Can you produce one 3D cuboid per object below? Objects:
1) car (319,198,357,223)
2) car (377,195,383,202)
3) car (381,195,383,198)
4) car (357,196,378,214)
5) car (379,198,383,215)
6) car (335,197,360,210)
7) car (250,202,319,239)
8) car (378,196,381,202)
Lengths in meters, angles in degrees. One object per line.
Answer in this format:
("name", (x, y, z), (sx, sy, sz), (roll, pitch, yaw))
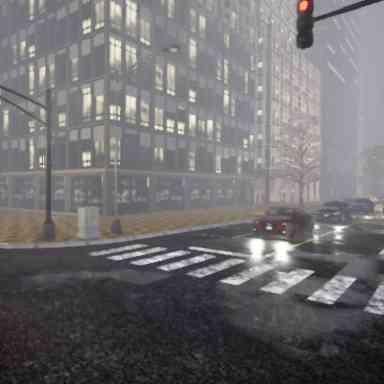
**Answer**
("car", (10.683, 1.387, 24.929), (1.837, 1.490, 4.892), (1, 1, 36))
("car", (39.209, 1.322, 67.839), (2.008, 1.369, 4.403), (1, 0, 37))
("car", (35.855, 1.362, 63.307), (1.802, 1.307, 4.206), (1, 0, 37))
("car", (16.925, 1.349, 33.342), (1.882, 1.535, 5.008), (1, 1, 36))
("car", (19.087, 1.487, 30.907), (1.994, 1.385, 4.181), (1, 1, 37))
("car", (19.084, 1.386, 40.647), (1.947, 1.339, 4.313), (1, 0, 37))
("car", (4.693, 1.456, 16.841), (1.994, 1.385, 4.181), (1, 1, 36))
("car", (29.046, 1.323, 54.106), (1.752, 1.417, 4.829), (1, 0, 37))
